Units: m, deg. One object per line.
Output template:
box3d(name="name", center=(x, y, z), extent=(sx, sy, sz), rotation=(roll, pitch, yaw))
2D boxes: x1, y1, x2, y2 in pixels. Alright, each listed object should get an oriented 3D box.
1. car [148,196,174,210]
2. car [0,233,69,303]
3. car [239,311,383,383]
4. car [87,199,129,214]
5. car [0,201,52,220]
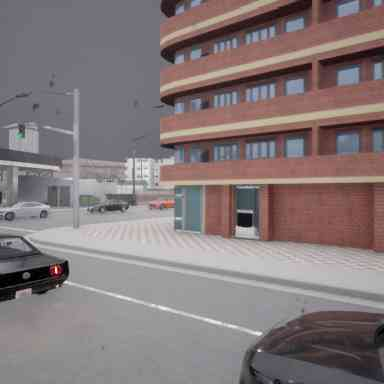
box3d(name="car", center=(-3.670, 1.387, 43.183), extent=(2.097, 1.767, 4.553), rotation=(0, 0, 35))
box3d(name="car", center=(-4.929, 1.599, 7.496), extent=(4.718, 1.301, 1.895), rotation=(0, 0, 36))
box3d(name="car", center=(2.651, 1.514, 2.104), extent=(4.892, 1.490, 1.837), rotation=(0, 0, 35))
box3d(name="car", center=(-8.907, 1.507, 35.595), extent=(2.128, 1.511, 4.902), rotation=(0, 0, 35))
box3d(name="car", center=(-14.133, 1.521, 27.951), extent=(1.812, 1.442, 4.674), rotation=(0, 0, 34))
